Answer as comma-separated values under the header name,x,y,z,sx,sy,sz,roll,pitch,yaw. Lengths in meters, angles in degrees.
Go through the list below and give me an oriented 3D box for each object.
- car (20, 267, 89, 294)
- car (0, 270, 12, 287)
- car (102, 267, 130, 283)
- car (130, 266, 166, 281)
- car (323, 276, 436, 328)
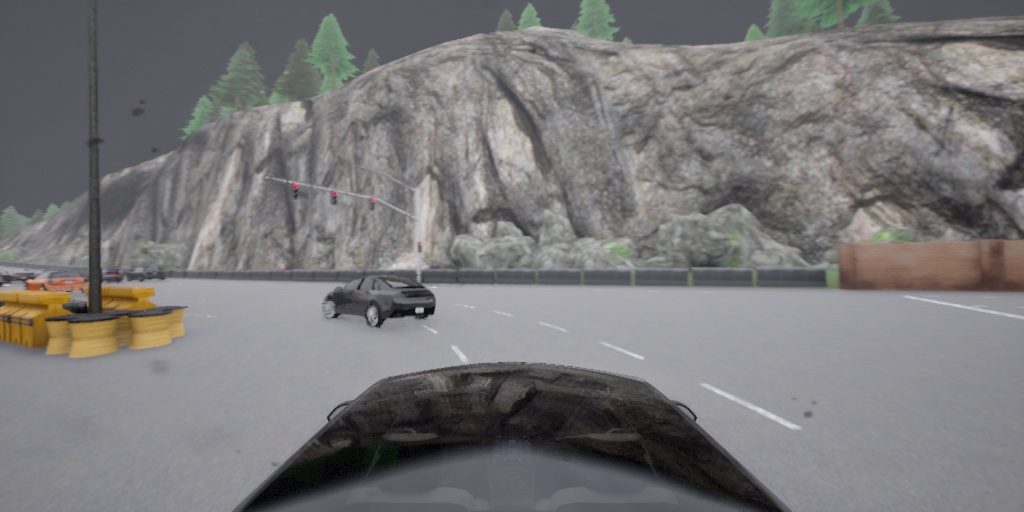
name,x,y,z,sx,sy,sz,roll,pitch,yaw
car,-32.237,1.825,25.422,4.553,1.767,2.097,-1,0,25
car,-49.119,2.191,33.231,5.357,1.411,2.033,0,0,26
car,-43.828,2.113,38.456,4.902,1.511,2.128,0,0,25
car,-42.693,1.973,41.789,4.553,1.767,2.097,0,0,25
car,-4.649,1.433,12.286,4.892,1.490,1.837,-2,-4,39
